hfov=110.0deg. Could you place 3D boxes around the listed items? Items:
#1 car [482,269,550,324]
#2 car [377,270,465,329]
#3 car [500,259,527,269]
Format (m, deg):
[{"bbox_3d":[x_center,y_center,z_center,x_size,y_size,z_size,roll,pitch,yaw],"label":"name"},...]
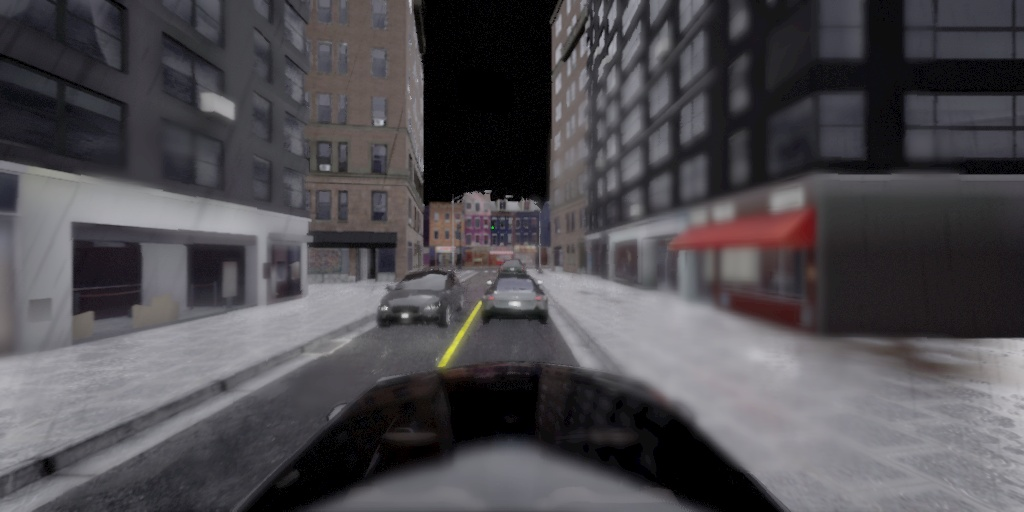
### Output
[{"bbox_3d":[0.100,1.287,11.800,1.994,1.385,4.181,0,0,0],"label":"car"},{"bbox_3d":[-2.601,1.230,11.231,1.837,1.490,4.892,0,0,0],"label":"car"},{"bbox_3d":[0.098,1.032,28.132,2.097,1.767,4.553,0,0,0],"label":"car"}]
